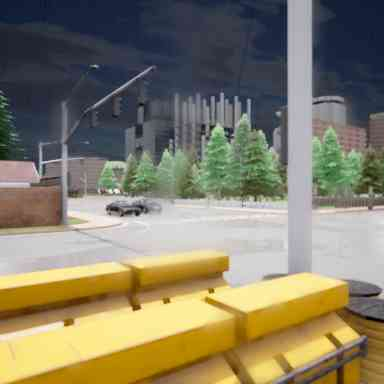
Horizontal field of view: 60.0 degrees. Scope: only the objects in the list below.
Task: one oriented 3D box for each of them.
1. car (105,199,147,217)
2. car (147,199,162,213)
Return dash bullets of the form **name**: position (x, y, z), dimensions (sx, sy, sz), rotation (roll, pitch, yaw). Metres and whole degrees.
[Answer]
- **car**: position (-6.616, 1.544, 31.588), dimensions (2.033, 1.411, 5.357), rotation (0, 0, -33)
- **car**: position (-4.894, 1.487, 35.332), dimensions (2.128, 1.511, 4.902), rotation (0, 0, -33)
